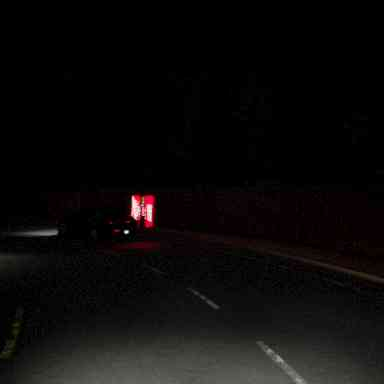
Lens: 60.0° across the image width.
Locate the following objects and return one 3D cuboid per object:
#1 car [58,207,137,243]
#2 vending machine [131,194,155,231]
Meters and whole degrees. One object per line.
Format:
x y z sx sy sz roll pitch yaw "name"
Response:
-4.729 1.496 16.288 4.892 1.490 1.837 0 -1 41 "car"
-2.929 1.185 19.881 0.880 2.100 1.100 0 0 38 "vending machine"
